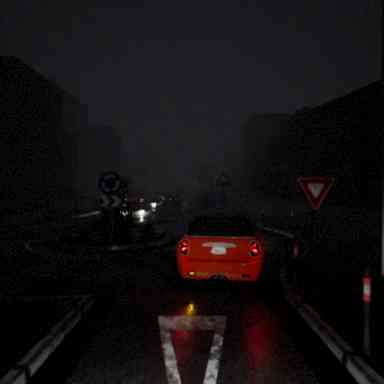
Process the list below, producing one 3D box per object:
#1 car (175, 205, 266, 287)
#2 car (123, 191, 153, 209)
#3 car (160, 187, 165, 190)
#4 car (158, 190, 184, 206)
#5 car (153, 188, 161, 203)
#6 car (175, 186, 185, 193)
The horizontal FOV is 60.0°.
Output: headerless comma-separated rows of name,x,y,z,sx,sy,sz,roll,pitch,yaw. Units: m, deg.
car,0.906,1.275,9.472,2.097,1.767,4.553,0,1,8
car,-5.456,0.726,33.192,2.097,1.767,4.553,0,2,1
car,-5.451,-0.049,57.873,1.812,1.442,4.674,0,2,0
car,-2.275,0.773,37.063,2.033,1.411,5.357,-1,1,-1
car,-5.456,0.556,43.278,1.812,1.442,4.674,0,2,0
car,-2.456,-0.358,67.004,1.837,1.490,4.892,0,2,0
